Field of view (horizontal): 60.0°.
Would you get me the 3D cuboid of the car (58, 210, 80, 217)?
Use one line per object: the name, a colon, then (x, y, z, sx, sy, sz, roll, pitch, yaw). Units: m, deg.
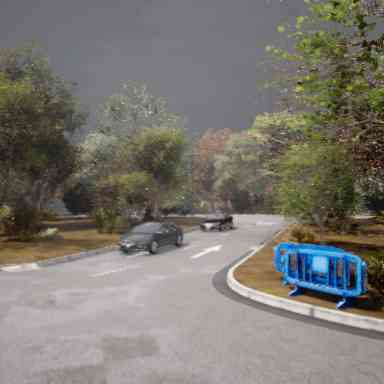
car: (-20.593, 3.499, 54.373, 4.718, 1.301, 1.895, -1, -3, -14)

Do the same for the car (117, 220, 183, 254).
car: (-2.103, 2.355, 18.022, 1.837, 1.490, 4.892, -3, -2, 23)

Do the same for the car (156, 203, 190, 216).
car: (-3.065, 2.847, 53.230, 5.566, 2.045, 2.150, -2, -3, 21)

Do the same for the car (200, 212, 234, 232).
car: (2.216, 2.536, 28.610, 2.128, 1.511, 4.902, -3, -1, 22)
